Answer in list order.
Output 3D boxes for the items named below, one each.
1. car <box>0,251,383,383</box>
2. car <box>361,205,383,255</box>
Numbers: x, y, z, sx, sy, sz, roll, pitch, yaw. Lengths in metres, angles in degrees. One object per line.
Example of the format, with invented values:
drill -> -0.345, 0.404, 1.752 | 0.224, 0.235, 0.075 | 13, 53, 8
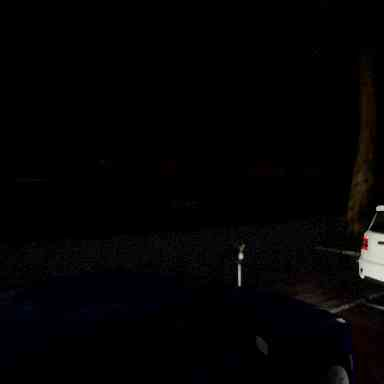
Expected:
car -> -0.541, 1.476, 2.889 | 5.008, 1.535, 1.882 | 0, 0, -36
car -> 6.238, 1.205, 7.039 | 5.566, 2.045, 2.150 | 0, 0, -20
